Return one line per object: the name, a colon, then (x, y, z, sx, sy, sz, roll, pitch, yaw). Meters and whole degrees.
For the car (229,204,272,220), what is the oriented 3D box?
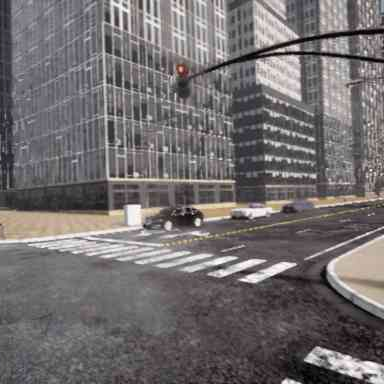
car: (5.329, 1.731, 30.046, 1.895, 1.301, 4.718, -3, -1, 41)

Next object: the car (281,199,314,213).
car: (12.076, 1.558, 37.764, 2.033, 1.411, 5.357, -3, -1, 41)

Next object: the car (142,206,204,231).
car: (-1.203, 1.750, 22.568, 1.837, 1.490, 4.892, -3, -1, 41)
